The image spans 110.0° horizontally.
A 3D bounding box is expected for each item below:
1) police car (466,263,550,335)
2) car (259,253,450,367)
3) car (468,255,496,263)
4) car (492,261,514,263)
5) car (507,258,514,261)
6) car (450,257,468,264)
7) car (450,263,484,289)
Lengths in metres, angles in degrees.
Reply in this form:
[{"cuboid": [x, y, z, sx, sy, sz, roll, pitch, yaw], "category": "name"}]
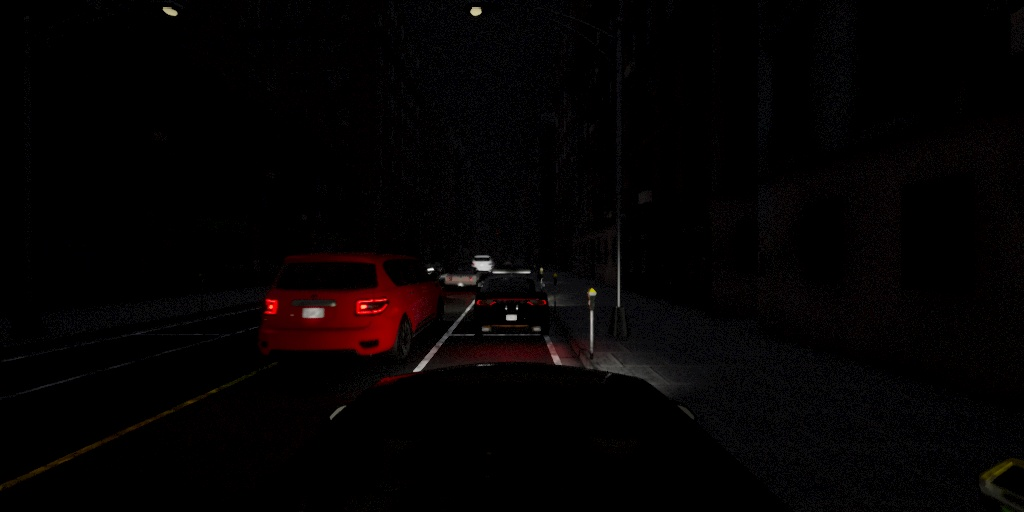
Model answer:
[{"cuboid": [-0.012, 1.175, 10.610, 1.930, 1.638, 5.238, 0, 0, 0], "category": "police car"}, {"cuboid": [-3.018, 0.968, 8.088, 2.150, 2.045, 5.566, 0, 0, -1], "category": "car"}, {"cuboid": [-2.956, 0.963, 37.936, 2.150, 2.045, 5.566, 0, 0, 0], "category": "car"}, {"cuboid": [-0.383, 1.315, 28.035, 1.948, 1.339, 4.313, 0, 0, 0], "category": "car"}, {"cuboid": [-0.383, 1.269, 39.031, 1.751, 1.417, 4.829, 0, 0, 0], "category": "car"}, {"cuboid": [-5.839, 1.234, 41.768, 2.128, 1.511, 4.902, 0, 0, 0], "category": "car"}, {"cuboid": [-2.958, 1.351, 22.991, 1.895, 1.301, 4.718, 0, 0, 0], "category": "car"}]
